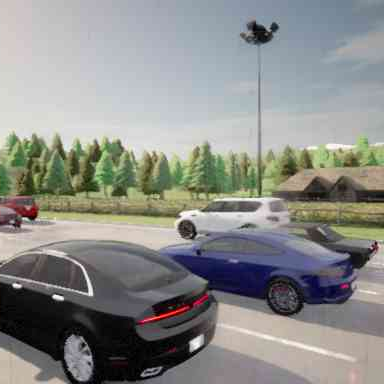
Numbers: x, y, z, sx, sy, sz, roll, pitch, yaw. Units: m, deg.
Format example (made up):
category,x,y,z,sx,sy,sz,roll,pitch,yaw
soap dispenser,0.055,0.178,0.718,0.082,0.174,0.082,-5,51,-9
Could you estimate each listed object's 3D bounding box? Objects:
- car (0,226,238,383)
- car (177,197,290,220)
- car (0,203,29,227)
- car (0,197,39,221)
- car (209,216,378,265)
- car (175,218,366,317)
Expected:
category,x,y,z,sx,sy,sz,roll,pitch,yaw
car,-1.912,1.536,5.355,4.892,1.490,1.837,0,0,35
car,1.803,1.272,15.602,5.566,2.045,2.150,0,0,35
car,-12.952,1.674,21.825,4.674,1.442,1.812,0,0,36
car,-14.986,1.404,27.574,5.566,2.045,2.150,0,0,35
car,3.043,1.624,10.421,4.718,1.301,1.895,0,0,35
car,1.120,1.547,7.493,4.674,1.442,1.812,0,0,36
